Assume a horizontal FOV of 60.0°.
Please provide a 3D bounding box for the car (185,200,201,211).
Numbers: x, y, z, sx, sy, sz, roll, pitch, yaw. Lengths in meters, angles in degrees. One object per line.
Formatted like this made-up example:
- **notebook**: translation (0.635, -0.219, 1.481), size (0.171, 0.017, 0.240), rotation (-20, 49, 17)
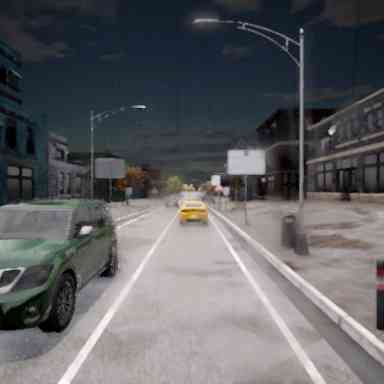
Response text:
- **car**: translation (0.131, 1.668, 41.968), size (1.994, 1.385, 4.181), rotation (0, -1, 0)

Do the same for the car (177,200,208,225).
- **car**: translation (0.118, 1.408, 23.641), size (1.882, 1.535, 5.008), rotation (0, 0, 0)

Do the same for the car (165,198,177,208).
- **car**: translation (-3.025, 1.713, 50.767), size (2.128, 1.511, 4.902), rotation (0, -1, 0)

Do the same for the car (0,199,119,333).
- **car**: translation (-3.095, 1.200, 7.117), size (2.150, 2.045, 5.566), rotation (0, 0, 0)
